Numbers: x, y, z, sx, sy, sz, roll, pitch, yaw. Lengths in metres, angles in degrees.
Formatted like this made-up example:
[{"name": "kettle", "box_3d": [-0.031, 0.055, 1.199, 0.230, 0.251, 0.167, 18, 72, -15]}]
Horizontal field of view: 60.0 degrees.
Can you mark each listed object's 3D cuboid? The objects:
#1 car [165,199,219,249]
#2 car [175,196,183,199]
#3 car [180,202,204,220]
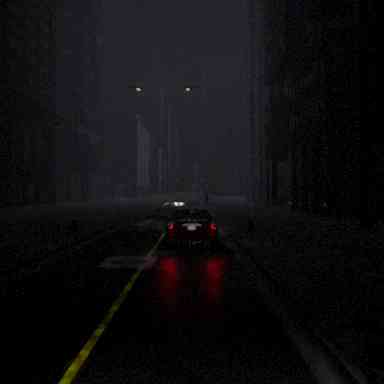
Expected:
[{"name": "car", "box_3d": [-0.002, 1.377, 14.614, 2.097, 1.767, 4.553, 0, 0, 0]}, {"name": "car", "box_3d": [-3.021, 1.659, 76.745, 2.128, 1.511, 4.902, 0, 0, 0]}, {"name": "car", "box_3d": [-0.007, 1.614, 29.645, 1.994, 1.385, 4.181, 0, 0, 0]}]
